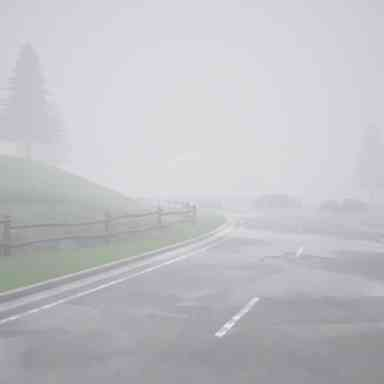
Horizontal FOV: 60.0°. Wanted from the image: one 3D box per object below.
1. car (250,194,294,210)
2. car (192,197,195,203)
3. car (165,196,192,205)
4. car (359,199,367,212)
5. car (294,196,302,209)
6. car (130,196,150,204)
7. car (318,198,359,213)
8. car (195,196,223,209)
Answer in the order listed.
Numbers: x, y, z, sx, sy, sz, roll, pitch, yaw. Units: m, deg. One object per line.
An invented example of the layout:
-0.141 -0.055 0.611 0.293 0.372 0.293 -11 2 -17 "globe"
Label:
10.365 1.221 43.498 2.150 2.045 5.566 0 0 -21 "car"
1.308 1.491 59.027 2.128 1.511 4.902 0 0 -41 "car"
-2.745 1.477 58.453 1.882 1.535 5.008 0 0 -42 "car"
18.605 1.505 39.481 1.837 1.490 4.892 0 0 -10 "car"
13.074 1.352 46.135 2.097 1.767 4.553 0 0 -20 "car"
-9.396 1.491 60.612 2.128 1.511 4.902 0 0 -43 "car"
15.621 1.525 36.281 1.812 1.442 4.674 0 0 -8 "car"
2.486 1.526 44.218 1.812 1.442 4.674 0 0 -23 "car"
